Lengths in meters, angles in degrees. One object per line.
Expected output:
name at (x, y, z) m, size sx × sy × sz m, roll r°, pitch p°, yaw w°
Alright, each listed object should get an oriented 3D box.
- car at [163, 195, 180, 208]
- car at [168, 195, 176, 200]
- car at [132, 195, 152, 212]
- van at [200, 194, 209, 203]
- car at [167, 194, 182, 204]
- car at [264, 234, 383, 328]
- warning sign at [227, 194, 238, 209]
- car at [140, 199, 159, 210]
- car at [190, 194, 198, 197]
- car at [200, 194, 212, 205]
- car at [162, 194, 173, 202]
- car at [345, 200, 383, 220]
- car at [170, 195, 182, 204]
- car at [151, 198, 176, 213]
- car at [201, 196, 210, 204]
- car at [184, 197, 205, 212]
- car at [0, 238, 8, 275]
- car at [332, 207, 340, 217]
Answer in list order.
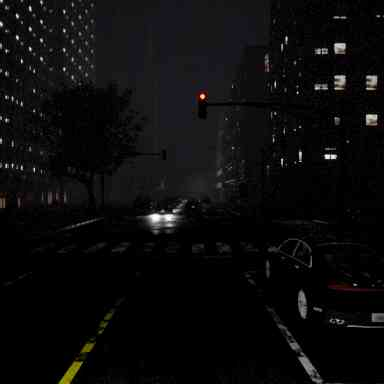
car at (-3.104, 1.554, 46.263) m, size 1.812 × 1.442 × 4.674 m, roll 0°, pitch 0°, yaw 0°
car at (-5.702, 1.654, 94.528) m, size 2.008 × 1.369 × 4.403 m, roll 0°, pitch 0°, yaw 0°
car at (-5.696, 1.336, 39.299) m, size 2.192 × 1.841 × 5.009 m, roll 0°, pitch 0°, yaw 0°
van at (2.681, 1.402, 72.438) m, size 1.690 × 1.788 × 3.998 m, roll 0°, pitch 0°, yaw 0°
car at (-3.091, 1.563, 55.442) m, size 1.812 × 1.442 × 4.674 m, roll 0°, pitch 0°, yaw 0°
car at (2.688, 1.551, 6.912) m, size 2.008 × 1.369 × 4.403 m, roll 0°, pitch 0°, yaw 0°
warning sign at (5.065, 1.139, 41.425) m, size 1.300 × 1.860 × 1.060 m, roll 0°, pitch 0°, yaw 0°
car at (-5.697, 1.592, 44.822) m, size 1.947 × 1.339 × 4.313 m, roll 0°, pitch 0°, yaw 0°
car at (0.091, 1.657, 69.115) m, size 1.895 × 1.301 × 4.718 m, roll 0°, pitch 0°, yaw 0°
car at (2.683, 1.611, 61.391) m, size 1.947 × 1.339 × 4.313 m, roll 0°, pitch 0°, yaw 0°
car at (-5.700, 1.386, 77.959) m, size 2.192 × 1.841 × 5.009 m, roll 0°, pitch 0°, yaw 0°
car at (13.660, 1.397, 23.744) m, size 4.718 × 1.301 × 1.895 m, roll -1°, pitch 0°, yaw 0°
car at (-3.049, 1.402, 65.160) m, size 2.097 × 1.767 × 4.553 m, roll 0°, pitch 0°, yaw 0°
car at (-3.093, 1.620, 37.150) m, size 1.895 × 1.301 × 4.718 m, roll 0°, pitch 0°, yaw -1°
car at (2.682, 1.578, 67.084) m, size 1.752 × 1.417 × 4.829 m, roll 0°, pitch 0°, yaw 0°
car at (0.127, 1.585, 38.637) m, size 1.994 × 1.385 × 4.181 m, roll 0°, pitch 0°, yaw 0°
car at (-5.692, 1.545, 6.911) m, size 1.887 × 1.381 × 4.507 m, roll 0°, pitch 0°, yaw 0°
car at (13.423, 1.350, 26.319) m, size 4.403 × 1.369 × 2.008 m, roll -1°, pitch 1°, yaw -1°
